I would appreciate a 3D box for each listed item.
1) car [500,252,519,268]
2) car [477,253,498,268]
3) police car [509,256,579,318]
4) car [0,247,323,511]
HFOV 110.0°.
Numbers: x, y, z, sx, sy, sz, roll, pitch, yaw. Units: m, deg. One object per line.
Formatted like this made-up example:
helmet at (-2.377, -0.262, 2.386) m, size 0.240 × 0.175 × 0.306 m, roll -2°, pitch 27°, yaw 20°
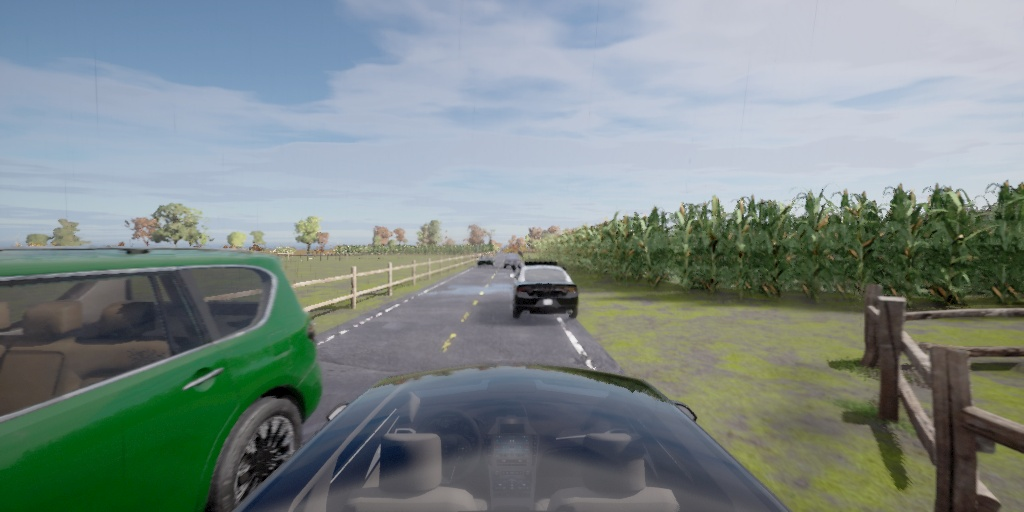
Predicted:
car at (0.046, 0.571, 39.169) m, size 2.033 × 1.411 × 5.357 m, roll 0°, pitch 1°, yaw 0°
car at (-2.872, 0.603, 40.338) m, size 1.895 × 1.301 × 4.718 m, roll 0°, pitch 1°, yaw 0°
police car at (0.955, 0.973, 12.096) m, size 1.930 × 1.638 × 5.238 m, roll 0°, pitch 1°, yaw 0°
car at (-2.852, 0.983, 1.109) m, size 2.150 × 2.045 × 5.566 m, roll 0°, pitch 1°, yaw 0°
